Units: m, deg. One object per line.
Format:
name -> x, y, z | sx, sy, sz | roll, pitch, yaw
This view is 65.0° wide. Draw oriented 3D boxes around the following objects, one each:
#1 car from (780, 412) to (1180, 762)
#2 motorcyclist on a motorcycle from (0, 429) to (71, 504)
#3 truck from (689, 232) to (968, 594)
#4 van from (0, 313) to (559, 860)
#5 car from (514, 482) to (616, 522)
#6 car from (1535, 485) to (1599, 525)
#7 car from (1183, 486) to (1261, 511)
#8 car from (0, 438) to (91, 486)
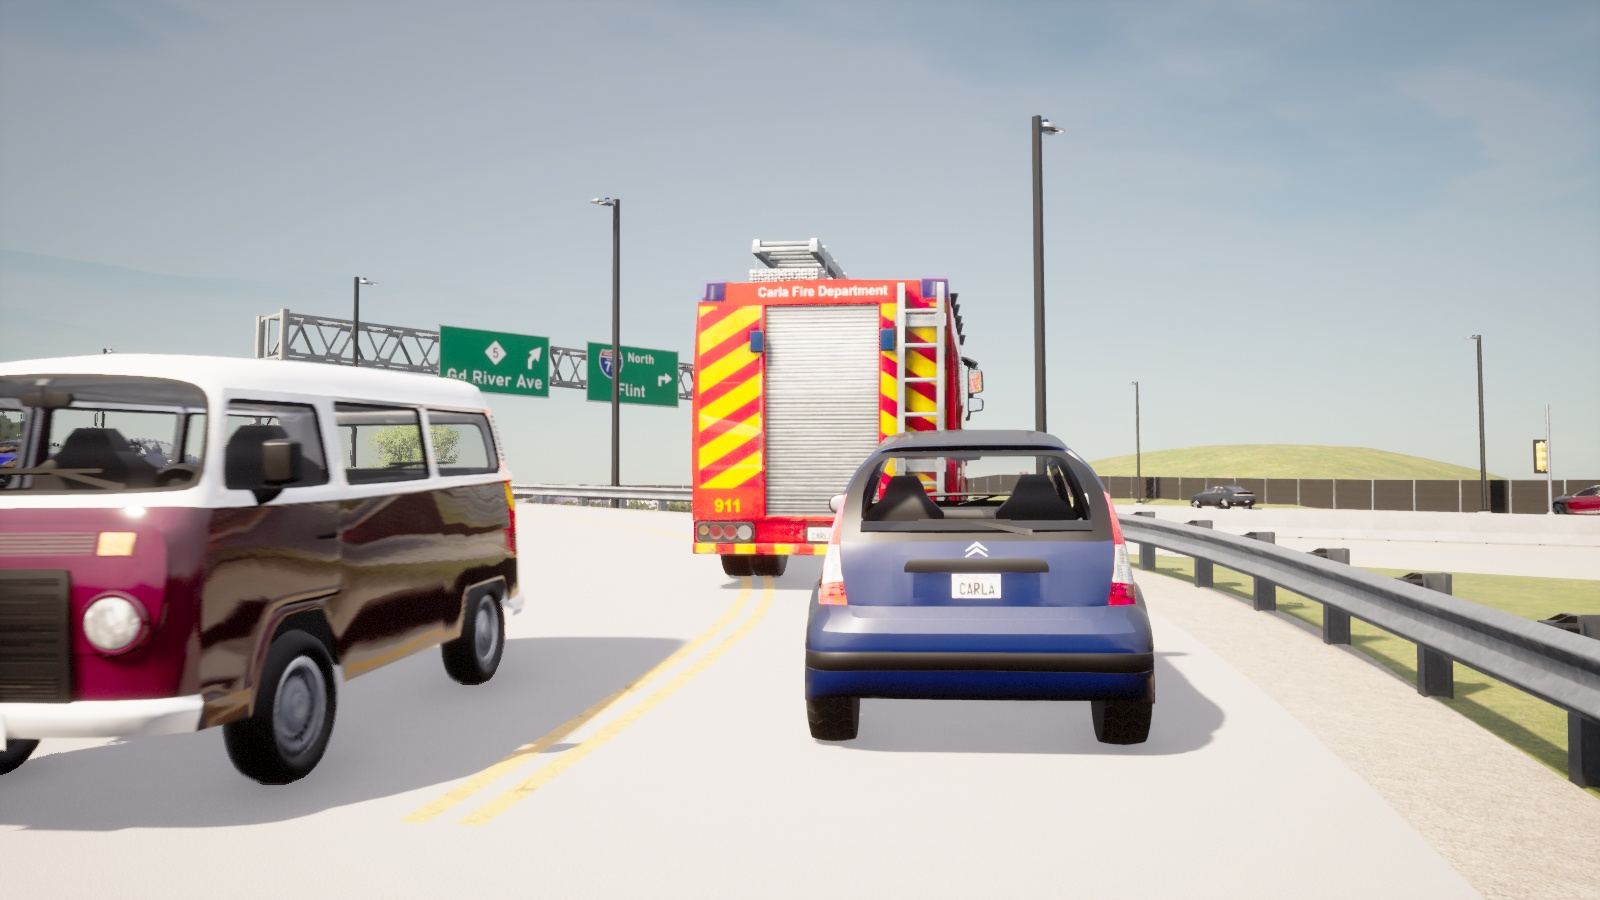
car -> 1.056, 0.646, 7.898 | 1.851, 1.617, 3.988 | -1, 0, 7
motorcyclist on a motorcycle -> -17.691, 0.359, 27.992 | 0.766, 1.649, 2.350 | 2, 0, 44
truck -> 0.847, -0.378, 17.679 | 2.891, 3.827, 8.468 | 0, 0, 8
van -> -3.023, 0.514, 7.010 | 2.069, 2.038, 4.480 | -1, 0, 6
car -> -10.355, 2.277, 55.151 | 2.033, 1.649, 4.856 | 3, -3, -45
car -> 34.180, 2.341, 53.475 | 2.033, 1.649, 4.856 | 1, -1, -18
car -> 26.276, 2.993, 78.345 | 2.128, 1.511, 4.902 | 1, -2, -18
car -> -26.166, 0.374, 41.887 | 4.193, 1.474, 1.816 | 2, -2, 13
